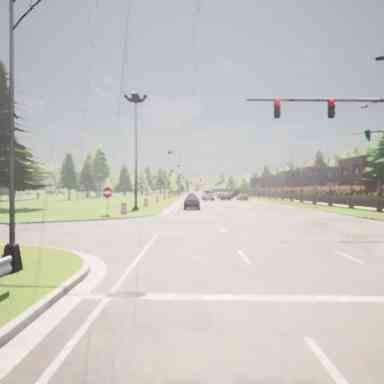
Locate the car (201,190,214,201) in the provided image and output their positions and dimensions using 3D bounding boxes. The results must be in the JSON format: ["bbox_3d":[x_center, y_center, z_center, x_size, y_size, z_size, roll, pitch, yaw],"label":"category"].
[{"bbox_3d":[3.453,0.746,69.027,2.150,2.045,5.566,0,0,0],"label":"car"}]

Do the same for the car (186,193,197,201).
[{"bbox_3d":[-0.047,1.023,68.997,2.128,1.511,4.902,0,0,0],"label":"car"}]

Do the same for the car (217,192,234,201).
[{"bbox_3d":[6.952,1.068,69.419,1.994,1.385,4.181,0,0,0],"label":"car"}]

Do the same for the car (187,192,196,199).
[{"bbox_3d":[-0.055,0.827,79.416,2.033,1.411,5.357,0,0,0],"label":"car"}]

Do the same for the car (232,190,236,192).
[{"bbox_3d":[10.445,0.512,79.451,2.150,2.045,5.566,0,0,0],"label":"car"}]

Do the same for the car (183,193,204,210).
[{"bbox_3d":[-0.026,1.228,38.384,2.128,1.511,4.902,0,0,0],"label":"car"}]

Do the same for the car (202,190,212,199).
[{"bbox_3d":[3.445,0.512,79.446,2.150,2.045,5.566,0,0,0],"label":"car"}]

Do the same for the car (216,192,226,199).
[{"bbox_3d":[6.945,0.765,79.420,1.882,1.535,5.008,0,0,0],"label":"car"}]

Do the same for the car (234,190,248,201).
[{"bbox_3d":[10.453,0.995,69.004,1.882,1.535,5.008,0,0,0],"label":"car"}]
